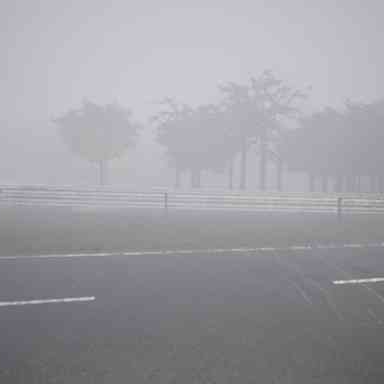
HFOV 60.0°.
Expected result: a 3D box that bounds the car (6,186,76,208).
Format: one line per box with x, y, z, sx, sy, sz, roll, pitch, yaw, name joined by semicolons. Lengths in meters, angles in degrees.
-10.862;0.324;24.166;4.892;1.490;1.837;2;3;6;car
